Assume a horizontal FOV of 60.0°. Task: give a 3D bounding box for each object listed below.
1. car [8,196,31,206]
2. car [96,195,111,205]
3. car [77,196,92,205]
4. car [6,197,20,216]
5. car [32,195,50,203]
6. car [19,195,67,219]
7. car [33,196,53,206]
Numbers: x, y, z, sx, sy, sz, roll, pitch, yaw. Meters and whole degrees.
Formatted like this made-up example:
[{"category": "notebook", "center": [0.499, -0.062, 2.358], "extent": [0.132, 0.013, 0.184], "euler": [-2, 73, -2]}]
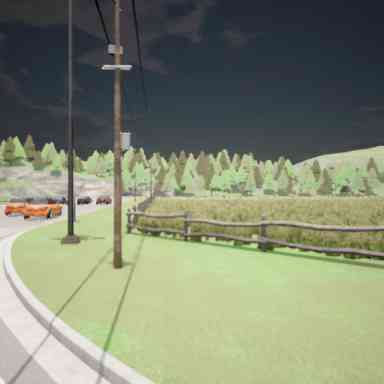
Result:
[{"category": "car", "center": [-30.041, 1.550, 58.152], "extent": [1.882, 1.535, 5.008], "euler": [0, 0, -6]}, {"category": "car", "center": [-16.177, 1.415, 61.236], "extent": [2.097, 1.767, 4.553], "euler": [0, 0, -6]}, {"category": "car", "center": [-19.711, 1.544, 61.372], "extent": [1.882, 1.535, 5.008], "euler": [0, 0, -6]}, {"category": "car", "center": [-16.931, 1.394, 33.794], "extent": [2.097, 1.767, 4.553], "euler": [0, 0, -6]}, {"category": "car", "center": [-31.086, 1.392, 68.519], "extent": [1.882, 1.535, 5.008], "euler": [0, 0, -6]}, {"category": "car", "center": [-12.911, 1.386, 29.176], "extent": [2.097, 1.767, 4.553], "euler": [0, 0, -6]}, {"category": "car", "center": [-26.545, 1.548, 59.378], "extent": [1.882, 1.535, 5.008], "euler": [0, 0, -6]}]
